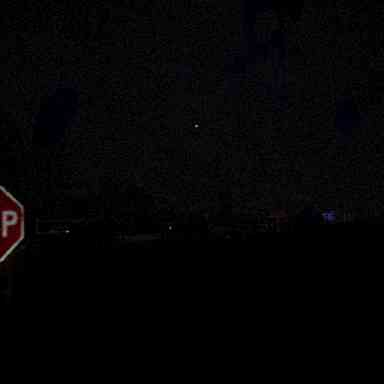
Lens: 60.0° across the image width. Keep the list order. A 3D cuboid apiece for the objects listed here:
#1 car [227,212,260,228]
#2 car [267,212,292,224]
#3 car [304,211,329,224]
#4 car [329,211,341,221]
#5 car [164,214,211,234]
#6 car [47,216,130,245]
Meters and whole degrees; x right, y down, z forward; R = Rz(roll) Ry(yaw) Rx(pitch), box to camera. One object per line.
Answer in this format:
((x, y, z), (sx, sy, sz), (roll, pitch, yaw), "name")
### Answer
((5.527, 2.942, 35.204), (1.837, 1.490, 4.892), (0, -3, 36), "car")
((11.402, 3.336, 43.380), (1.882, 1.535, 5.008), (-1, -3, 36), "car")
((17.014, 3.567, 46.233), (2.128, 1.511, 4.902), (-1, -3, 36), "car")
((22.800, 3.855, 54.349), (2.097, 1.767, 4.553), (-1, -3, 37), "car")
((-0.277, 2.522, 27.095), (2.128, 1.511, 4.902), (0, -3, 35), "car")
((-5.850, 2.143, 19.360), (2.128, 1.511, 4.902), (-1, -3, 37), "car")
